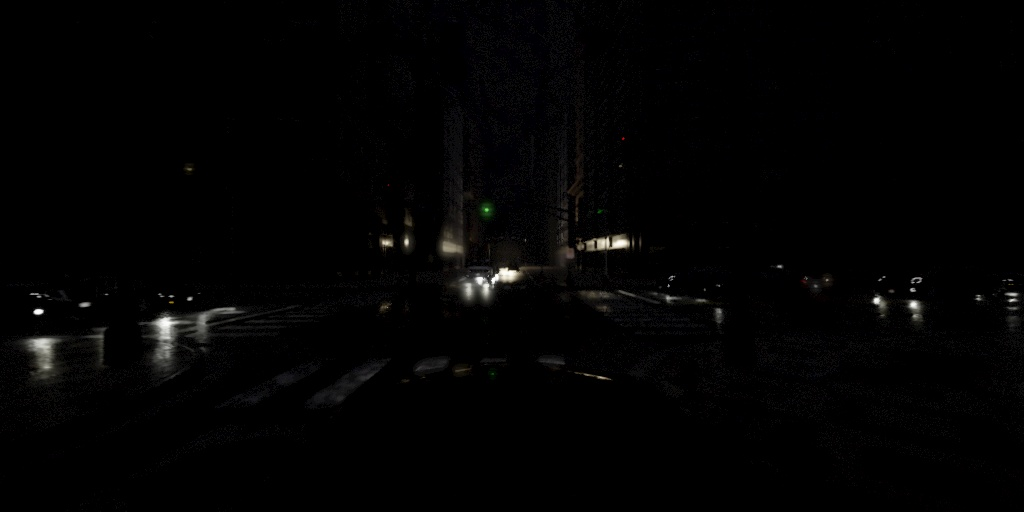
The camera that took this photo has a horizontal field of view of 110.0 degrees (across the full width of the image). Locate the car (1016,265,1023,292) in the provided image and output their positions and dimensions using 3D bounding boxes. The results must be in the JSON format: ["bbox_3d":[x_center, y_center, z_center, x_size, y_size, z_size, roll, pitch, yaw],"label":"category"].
[{"bbox_3d":[30.290,1.274,20.881,4.892,1.490,1.837,0,-1,0],"label":"car"}]

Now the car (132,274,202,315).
[{"bbox_3d":[-15.292,1.488,14.456,4.892,1.490,1.837,0,-1,3],"label":"car"}]

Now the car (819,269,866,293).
[{"bbox_3d":[19.935,1.437,20.943,4.718,1.301,1.895,0,-1,0],"label":"car"}]

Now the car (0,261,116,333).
[{"bbox_3d":[-16.058,1.178,11.191,5.566,2.045,2.150,0,-1,0],"label":"car"}]

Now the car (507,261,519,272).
[{"bbox_3d":[0.236,1.989,63.272,1.882,1.535,5.008,0,-1,0],"label":"car"}]

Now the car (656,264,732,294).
[{"bbox_3d":[10.943,1.245,21.035,4.553,1.767,2.097,0,-1,2],"label":"car"}]

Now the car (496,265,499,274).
[{"bbox_3d":[-2.943,1.874,44.528,1.895,1.301,4.718,0,-1,0],"label":"car"}]

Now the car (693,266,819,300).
[{"bbox_3d":[11.902,1.381,17.734,4.674,1.442,1.812,0,-1,2],"label":"car"}]

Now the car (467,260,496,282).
[{"bbox_3d":[-2.985,1.371,34.467,2.150,2.045,5.566,0,-1,0],"label":"car"}]

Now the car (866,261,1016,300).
[{"bbox_3d":[20.952,1.150,17.690,4.553,1.767,2.097,0,-1,0],"label":"car"}]
